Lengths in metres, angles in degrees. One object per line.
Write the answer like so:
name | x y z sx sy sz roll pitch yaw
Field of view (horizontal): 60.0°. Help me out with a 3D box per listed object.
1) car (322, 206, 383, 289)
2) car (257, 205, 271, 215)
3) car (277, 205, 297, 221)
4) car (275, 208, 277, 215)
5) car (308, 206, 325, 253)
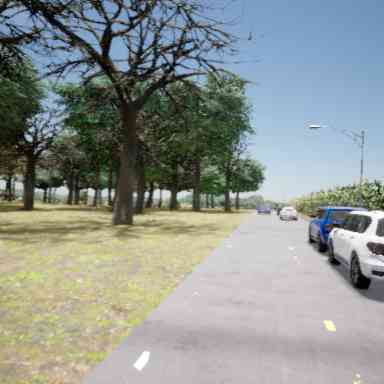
car | 5.684 1.580 10.062 2.150 2.045 5.566 2 -1 13
car | 11.042 2.716 50.756 1.812 1.442 4.674 2 -1 13
car | 11.261 2.510 38.893 1.812 1.442 4.674 2 -1 13
car | 13.742 2.808 50.237 1.837 1.490 4.892 2 -1 13
car | 6.984 1.712 15.920 2.150 2.045 5.566 2 -1 13
